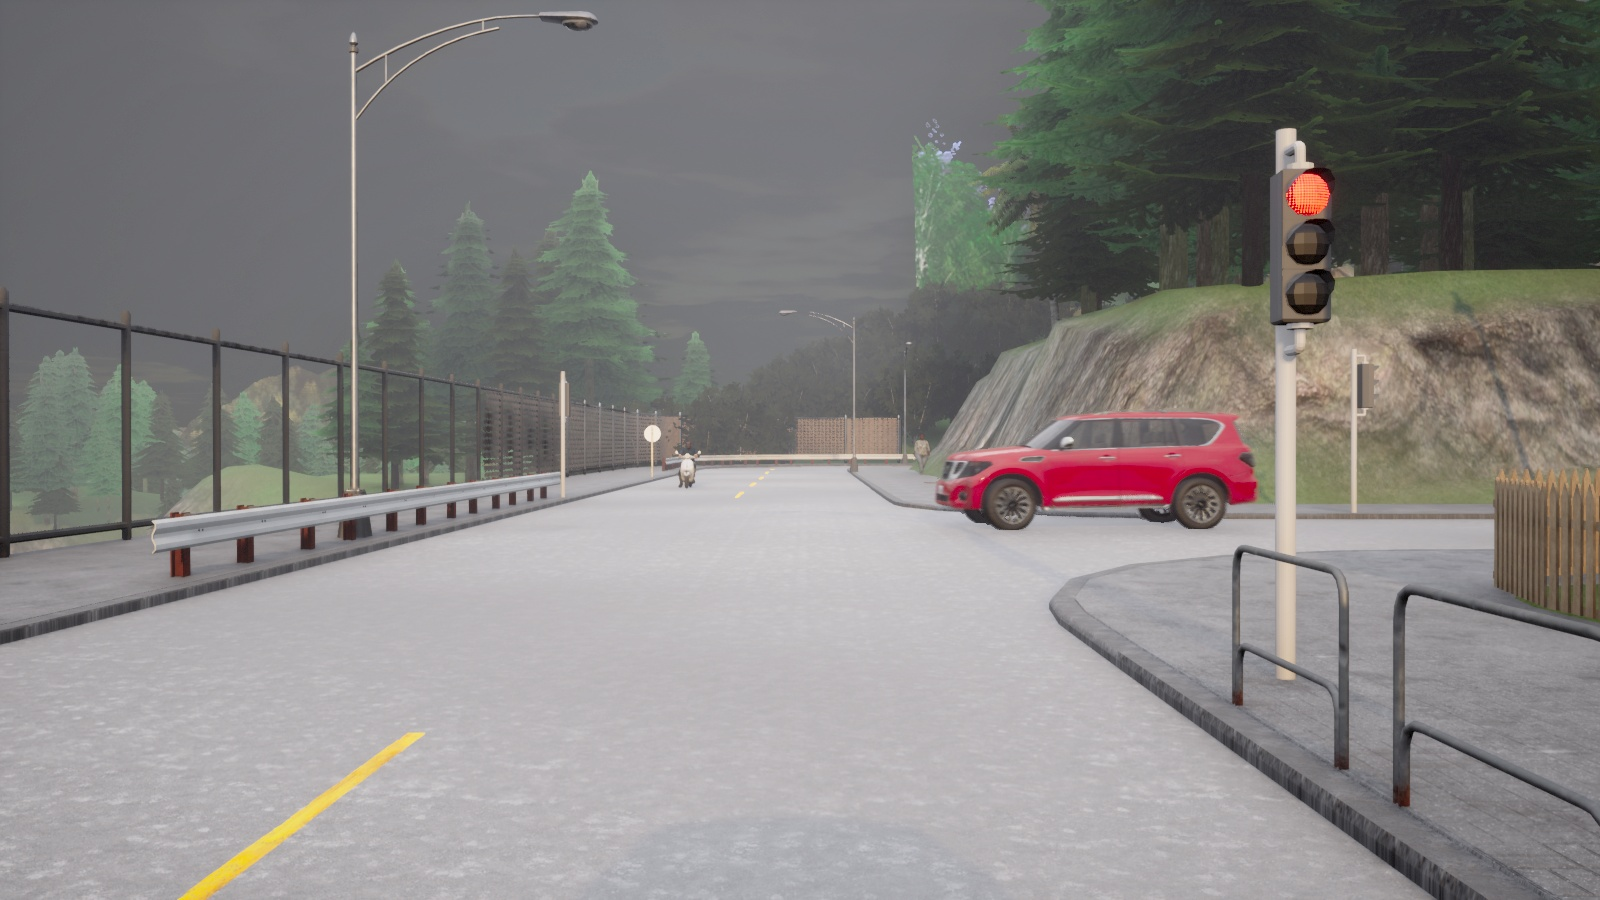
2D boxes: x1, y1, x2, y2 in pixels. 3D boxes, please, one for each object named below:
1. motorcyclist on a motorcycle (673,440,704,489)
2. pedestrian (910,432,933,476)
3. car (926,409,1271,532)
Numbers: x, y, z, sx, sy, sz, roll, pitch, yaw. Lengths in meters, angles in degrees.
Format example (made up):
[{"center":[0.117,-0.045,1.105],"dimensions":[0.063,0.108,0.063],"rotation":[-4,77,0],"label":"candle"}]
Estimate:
[{"center":[-3.707,0.461,41.817],"dimensions":[0.866,1.590,1.817],"rotation":[0,0,0],"label":"motorcyclist on a motorcycle"},{"center":[5.227,0.156,53.932],"dimensions":[0.874,1.855,0.900],"rotation":[0,0,-1],"label":"pedestrian"},{"center":[5.175,0.344,22.267],"dimensions":[5.566,2.045,2.150],"rotation":[0,0,-4],"label":"car"}]
